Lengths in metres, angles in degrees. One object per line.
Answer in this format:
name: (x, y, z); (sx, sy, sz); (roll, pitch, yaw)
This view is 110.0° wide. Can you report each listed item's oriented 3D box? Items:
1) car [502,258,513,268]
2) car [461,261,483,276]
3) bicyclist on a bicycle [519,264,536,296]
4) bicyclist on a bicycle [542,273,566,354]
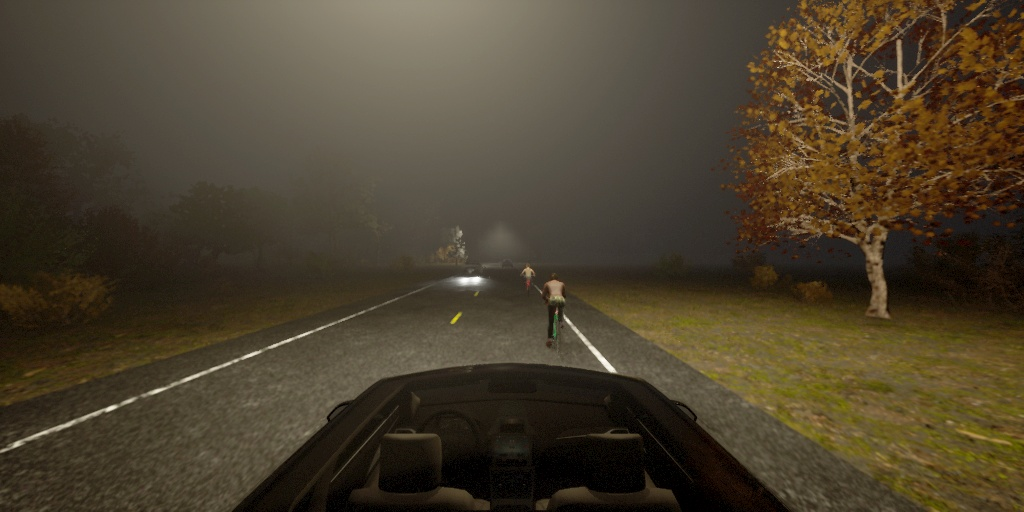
car: (-0.793, 1.263, 62.627); (1.812, 1.442, 4.674); (0, 0, -1)
car: (-4.027, 1.237, 36.717); (2.128, 1.511, 4.902); (0, 0, -1)
bicyclist on a bicycle: (0.811, 1.185, 18.279); (0.866, 1.612, 1.509); (0, 0, 0)
bicyclist on a bicycle: (0.935, 1.202, 7.843); (0.582, 1.620, 1.656); (0, 0, 0)
